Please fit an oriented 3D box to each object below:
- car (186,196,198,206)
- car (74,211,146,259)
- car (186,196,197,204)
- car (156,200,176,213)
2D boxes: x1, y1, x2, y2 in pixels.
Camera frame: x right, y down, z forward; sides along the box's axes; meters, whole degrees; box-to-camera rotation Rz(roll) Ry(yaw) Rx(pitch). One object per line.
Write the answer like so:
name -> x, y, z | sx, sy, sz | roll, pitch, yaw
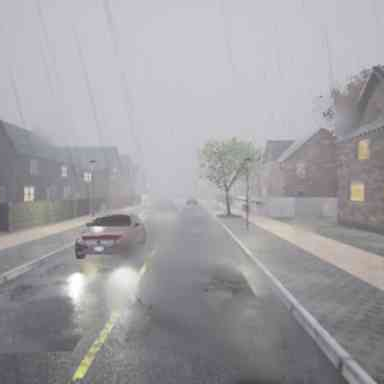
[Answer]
car -> -0.042, 1.531, 55.226 | 1.994, 1.385, 4.181 | 0, 0, 0
car -> -2.843, 1.480, 12.510 | 1.812, 1.442, 4.674 | 0, 0, 0
car -> -0.051, 1.552, 65.268 | 2.033, 1.411, 5.357 | 0, 0, 0
car -> -2.778, 1.525, 36.224 | 1.994, 1.385, 4.181 | 0, 0, 0
